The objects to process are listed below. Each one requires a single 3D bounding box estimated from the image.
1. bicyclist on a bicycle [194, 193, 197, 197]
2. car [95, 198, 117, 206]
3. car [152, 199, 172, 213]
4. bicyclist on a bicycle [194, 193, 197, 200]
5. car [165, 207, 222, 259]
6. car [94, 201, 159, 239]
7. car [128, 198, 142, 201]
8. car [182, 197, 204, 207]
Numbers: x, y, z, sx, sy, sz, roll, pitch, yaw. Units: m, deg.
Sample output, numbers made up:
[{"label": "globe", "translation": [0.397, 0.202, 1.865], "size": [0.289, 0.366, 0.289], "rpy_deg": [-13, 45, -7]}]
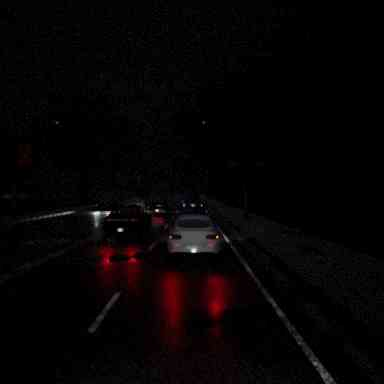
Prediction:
[{"label": "bicyclist on a bicycle", "translation": [0.895, 1.214, 76.693], "size": [0.659, 1.776, 1.843], "rpy_deg": [0, 0, 0]}, {"label": "car", "translation": [-9.844, 1.432, 38.632], "size": [1.812, 1.442, 4.674], "rpy_deg": [0, 0, 0]}, {"label": "car", "translation": [-3.156, 1.425, 32.589], "size": [1.837, 1.490, 4.892], "rpy_deg": [0, 0, 0]}, {"label": "bicyclist on a bicycle", "translation": [0.895, 1.199, 85.695], "size": [0.659, 1.776, 1.843], "rpy_deg": [0, 0, 0]}, {"label": "car", "translation": [0.083, 1.495, 12.287], "size": [1.812, 1.442, 4.674], "rpy_deg": [0, 0, 1]}, {"label": "car", "translation": [-3.158, 1.450, 17.087], "size": [2.128, 1.511, 4.902], "rpy_deg": [0, 0, 0]}, {"label": "car", "translation": [-6.594, 1.432, 38.633], "size": [1.812, 1.442, 4.674], "rpy_deg": [0, 0, 0]}, {"label": "car", "translation": [0.093, 1.273, 32.207], "size": [2.097, 1.767, 4.553], "rpy_deg": [0, 0, 0]}]
